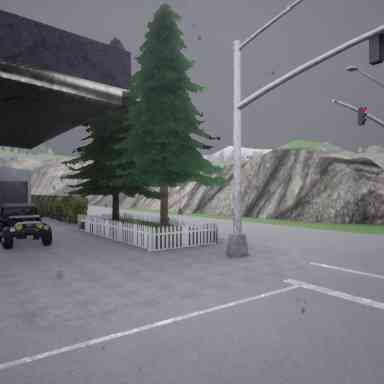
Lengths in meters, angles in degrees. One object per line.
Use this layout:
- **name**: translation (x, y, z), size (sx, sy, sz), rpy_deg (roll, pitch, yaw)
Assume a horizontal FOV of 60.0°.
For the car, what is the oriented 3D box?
- **car**: translation (-8.053, 1.505, 15.798), size (1.905, 1.878, 3.866), rpy_deg (0, 0, -37)
